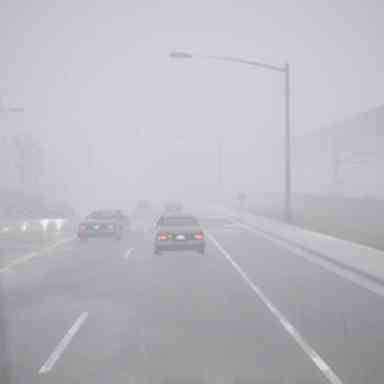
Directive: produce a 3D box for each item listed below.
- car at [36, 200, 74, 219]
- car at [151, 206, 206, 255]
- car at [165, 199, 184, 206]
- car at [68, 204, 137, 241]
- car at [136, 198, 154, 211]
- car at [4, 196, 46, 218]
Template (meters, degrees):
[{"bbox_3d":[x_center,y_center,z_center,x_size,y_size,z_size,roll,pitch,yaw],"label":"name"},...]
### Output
[{"bbox_3d":[-12.276,1.669,30.724,1.994,1.385,4.181,-1,0,-3],"label":"car"},{"bbox_3d":[-0.540,1.521,13.329,2.033,1.411,5.357,-1,0,-4],"label":"car"},{"bbox_3d":[-1.839,1.470,34.438,1.812,1.442,4.674,-1,0,-3],"label":"car"},{"bbox_3d":[-4.278,1.567,16.858,2.033,1.411,5.357,-1,0,-3],"label":"car"},{"bbox_3d":[-5.678,1.500,39.941,1.812,1.442,4.674,-1,0,-3],"label":"car"},{"bbox_3d":[-15.852,1.375,32.146,2.150,2.045,5.566,-1,0,-3],"label":"car"}]
